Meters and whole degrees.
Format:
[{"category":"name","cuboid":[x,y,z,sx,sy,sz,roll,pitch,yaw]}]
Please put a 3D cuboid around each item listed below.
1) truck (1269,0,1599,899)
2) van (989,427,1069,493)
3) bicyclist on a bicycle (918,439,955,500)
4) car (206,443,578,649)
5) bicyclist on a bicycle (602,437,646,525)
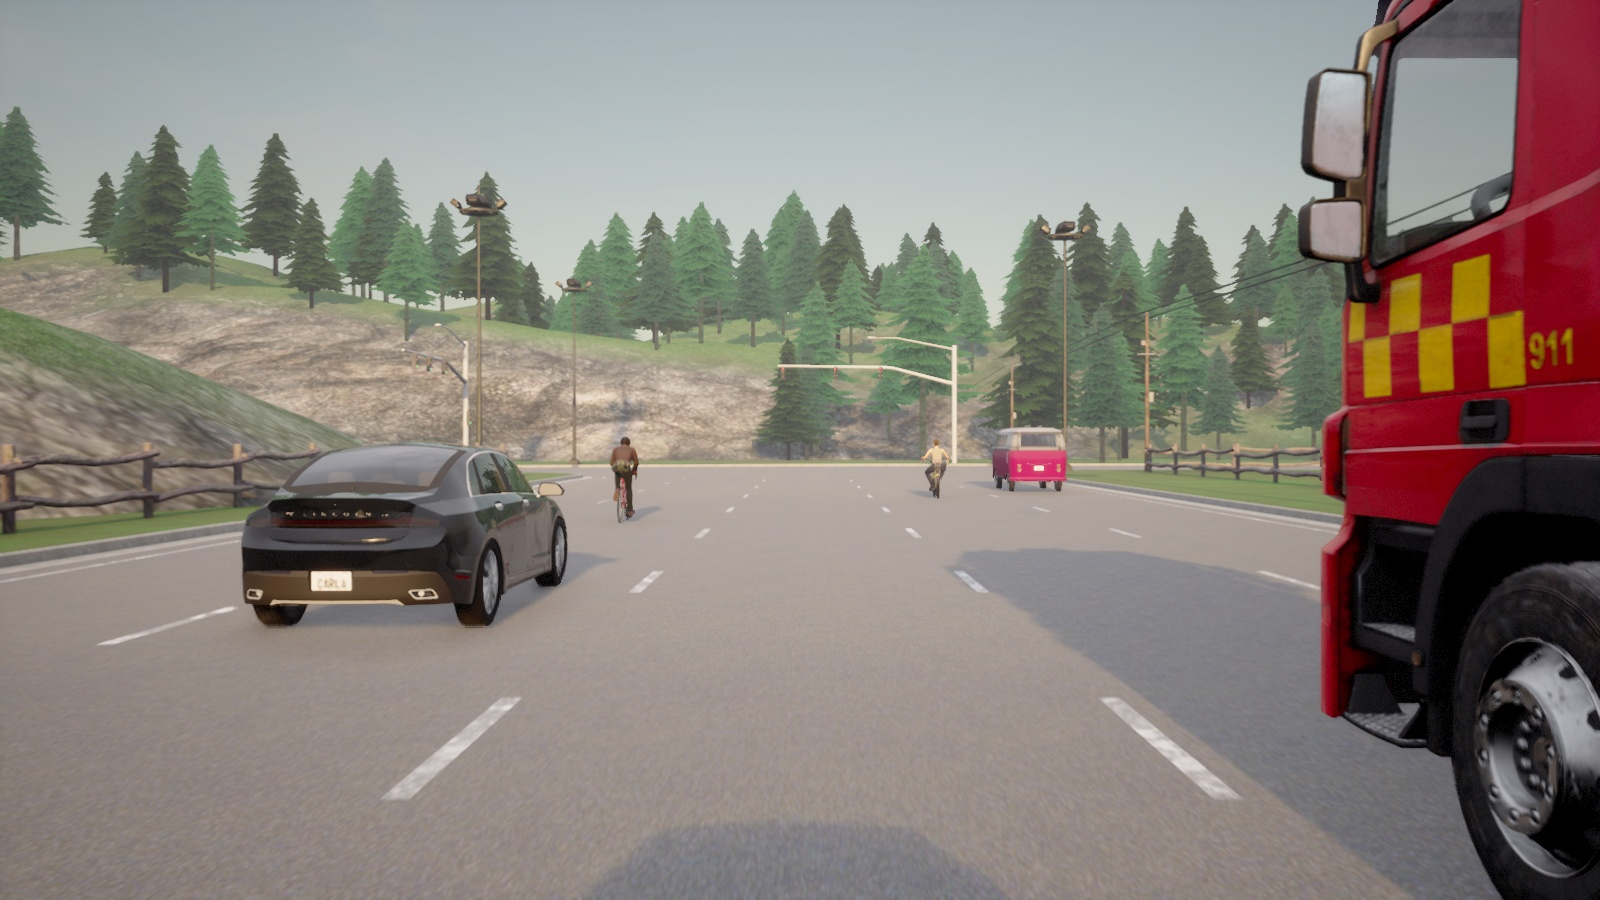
[{"category":"truck","cuboid":[3.524,-0.422,1.384,2.891,3.827,8.468,0,0,0]},{"category":"van","cuboid":[7.243,0.301,40.079,1.775,1.987,4.442,0,0,0]},{"category":"bicyclist on a bicycle","cuboid":[3.705,0.512,34.228,0.866,1.612,1.509,0,0,1]},{"category":"car","cuboid":[-3.419,0.690,11.637,1.837,1.490,4.892,0,1,0]},{"category":"bicyclist on a bicycle","cuboid":[-3.349,0.574,23.982,0.582,1.620,1.656,0,0,0]}]
